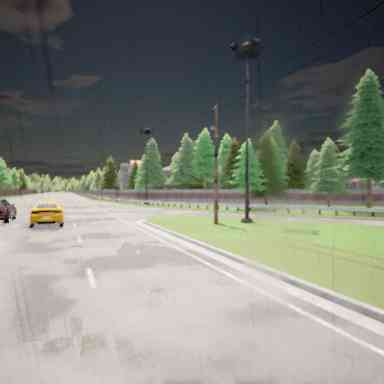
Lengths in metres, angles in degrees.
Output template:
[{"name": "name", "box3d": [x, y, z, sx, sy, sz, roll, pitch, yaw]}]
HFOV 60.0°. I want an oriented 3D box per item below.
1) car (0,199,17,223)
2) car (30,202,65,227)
[{"name": "car", "box3d": [-13.999, 1.248, 23.899, 2.097, 1.767, 4.553, 0, 0, -21]}, {"name": "car", "box3d": [-9.562, 1.393, 22.109, 1.882, 1.535, 5.008, 0, 0, -21]}]
